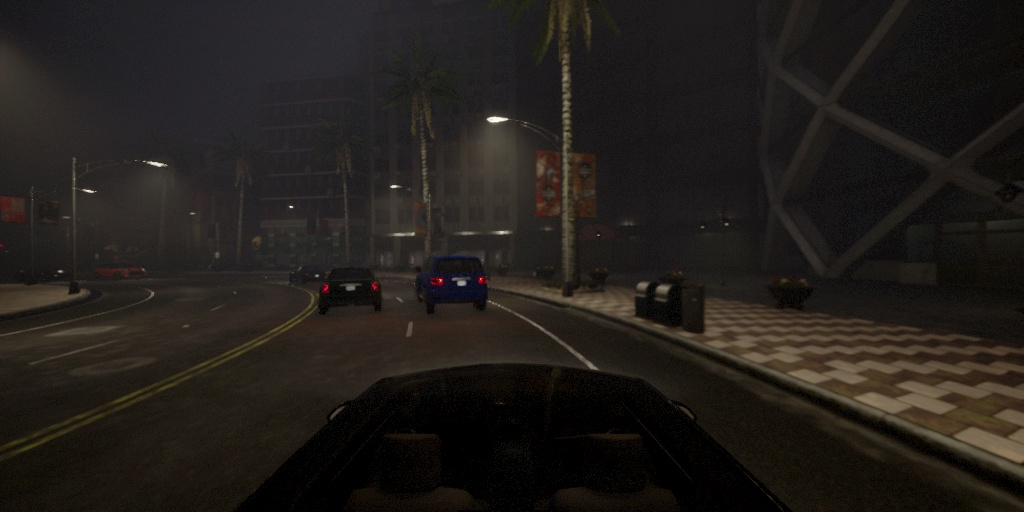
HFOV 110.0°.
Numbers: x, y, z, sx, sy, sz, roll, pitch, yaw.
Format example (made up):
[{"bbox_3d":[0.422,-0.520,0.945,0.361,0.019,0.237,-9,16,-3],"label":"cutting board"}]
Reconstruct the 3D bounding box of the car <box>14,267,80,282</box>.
[{"bbox_3d":[-43.613,1.705,33.602,5.357,1.411,2.033,-1,0,11],"label":"car"}]

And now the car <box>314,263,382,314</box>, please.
[{"bbox_3d":[-6.434,1.158,14.553,2.097,1.767,4.553,-1,0,-22],"label":"car"}]

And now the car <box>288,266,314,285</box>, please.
[{"bbox_3d":[-15.951,1.458,28.073,4.181,1.385,1.994,-1,0,44],"label":"car"}]

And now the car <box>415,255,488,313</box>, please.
[{"bbox_3d":[-2.579,0.994,14.469,2.150,2.045,5.566,0,0,-20],"label":"car"}]

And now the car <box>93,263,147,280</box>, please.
[{"bbox_3d":[-39.692,1.469,36.346,4.553,1.767,2.097,0,0,12],"label":"car"}]

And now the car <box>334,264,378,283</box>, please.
[{"bbox_3d":[-13.221,1.393,30.300,4.674,1.442,1.812,-1,0,45],"label":"car"}]
